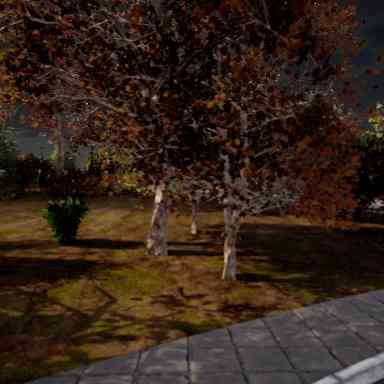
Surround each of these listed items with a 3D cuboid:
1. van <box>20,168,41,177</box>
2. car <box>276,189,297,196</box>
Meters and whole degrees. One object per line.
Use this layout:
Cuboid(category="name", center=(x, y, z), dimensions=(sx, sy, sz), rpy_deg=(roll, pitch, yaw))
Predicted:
Cuboid(category="van", center=(-40.367, -4.940, 83.259), dimensions=(1.878, 1.987, 4.442), rpy_deg=(5, 3, 39))
Cuboid(category="car", center=(11.587, -0.173, 41.833), dimensions=(2.163, 1.488, 4.792), rpy_deg=(5, 4, 39))
